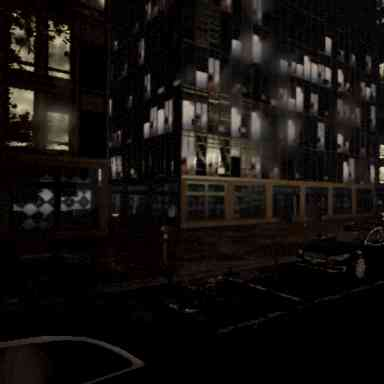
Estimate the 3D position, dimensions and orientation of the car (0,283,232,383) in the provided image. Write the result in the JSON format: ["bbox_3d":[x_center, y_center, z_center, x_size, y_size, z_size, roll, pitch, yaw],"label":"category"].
[{"bbox_3d":[-1.948,1.487,1.989,4.902,1.511,2.128,1,0,-36],"label":"car"}]

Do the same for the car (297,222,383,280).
[{"bbox_3d":[5.037,1.641,10.154,4.403,1.369,2.008,1,0,-36],"label":"car"}]
